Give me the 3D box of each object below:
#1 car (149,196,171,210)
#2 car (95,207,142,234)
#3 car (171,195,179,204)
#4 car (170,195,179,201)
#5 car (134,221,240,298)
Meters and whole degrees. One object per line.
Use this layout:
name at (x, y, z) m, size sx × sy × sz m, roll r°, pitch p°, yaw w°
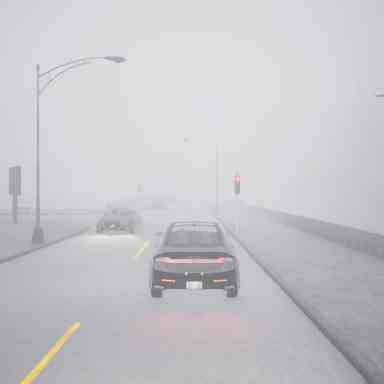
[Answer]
car at (-4.116, 1.352, 41.586) m, size 2.097 × 1.767 × 4.553 m, roll 0°, pitch 0°, yaw 0°
car at (-4.107, 1.563, 19.195) m, size 1.994 × 1.385 × 4.181 m, roll 0°, pitch 0°, yaw 0°
car at (-4.078, 1.547, 63.643) m, size 2.033 × 1.411 × 5.357 m, roll 0°, pitch 0°, yaw 0°
car at (-4.031, 1.431, 79.245) m, size 1.895 × 1.301 × 4.718 m, roll 0°, pitch 0°, yaw 0°
car at (0.059, 1.492, 8.514) m, size 2.128 × 1.511 × 4.902 m, roll 0°, pitch 0°, yaw 0°
